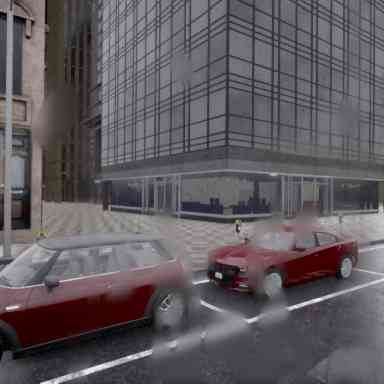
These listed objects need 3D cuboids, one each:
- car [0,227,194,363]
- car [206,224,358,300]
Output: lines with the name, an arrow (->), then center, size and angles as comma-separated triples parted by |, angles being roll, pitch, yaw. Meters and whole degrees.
car -> -2.050, 1.440, 5.287 | 4.097, 1.590, 1.967 | 0, 1, -35
car -> 2.413, 1.548, 8.431 | 4.507, 1.381, 1.887 | 0, 1, -35
